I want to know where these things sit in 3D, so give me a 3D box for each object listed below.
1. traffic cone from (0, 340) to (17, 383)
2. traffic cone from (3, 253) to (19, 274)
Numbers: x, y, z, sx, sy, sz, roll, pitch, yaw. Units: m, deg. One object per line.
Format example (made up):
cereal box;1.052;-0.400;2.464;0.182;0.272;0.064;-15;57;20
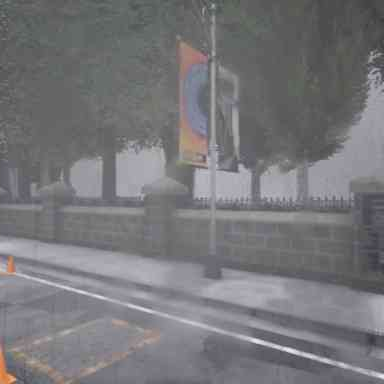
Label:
traffic cone;-2.392;2.033;4.069;0.340;0.580;0.340;-1;-1;36
traffic cone;-5.440;2.141;10.044;0.340;0.580;0.340;-1;-1;36
